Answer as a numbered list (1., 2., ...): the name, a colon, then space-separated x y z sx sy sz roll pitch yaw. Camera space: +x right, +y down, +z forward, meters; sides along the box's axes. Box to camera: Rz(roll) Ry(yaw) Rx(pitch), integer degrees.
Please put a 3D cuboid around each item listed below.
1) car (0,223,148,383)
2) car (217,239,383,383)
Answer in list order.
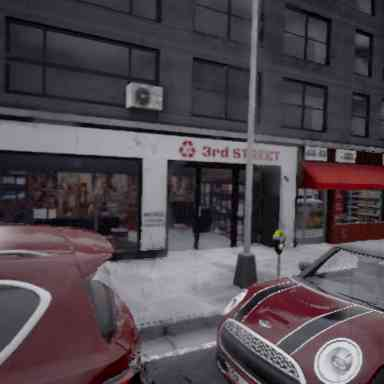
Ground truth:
1. car: -2.636 1.140 1.481 5.009 1.841 2.192 1 2 -27
2. car: 2.313 1.366 4.062 4.097 1.590 1.967 1 2 -27
